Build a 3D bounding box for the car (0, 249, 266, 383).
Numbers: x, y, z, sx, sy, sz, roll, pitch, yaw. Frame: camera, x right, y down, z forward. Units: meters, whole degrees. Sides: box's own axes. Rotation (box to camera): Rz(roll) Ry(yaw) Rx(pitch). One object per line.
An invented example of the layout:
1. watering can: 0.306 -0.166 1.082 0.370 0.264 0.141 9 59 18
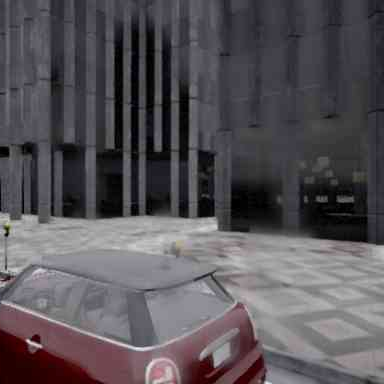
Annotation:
1. car: -1.320 1.430 4.023 4.097 1.590 1.967 0 0 35
